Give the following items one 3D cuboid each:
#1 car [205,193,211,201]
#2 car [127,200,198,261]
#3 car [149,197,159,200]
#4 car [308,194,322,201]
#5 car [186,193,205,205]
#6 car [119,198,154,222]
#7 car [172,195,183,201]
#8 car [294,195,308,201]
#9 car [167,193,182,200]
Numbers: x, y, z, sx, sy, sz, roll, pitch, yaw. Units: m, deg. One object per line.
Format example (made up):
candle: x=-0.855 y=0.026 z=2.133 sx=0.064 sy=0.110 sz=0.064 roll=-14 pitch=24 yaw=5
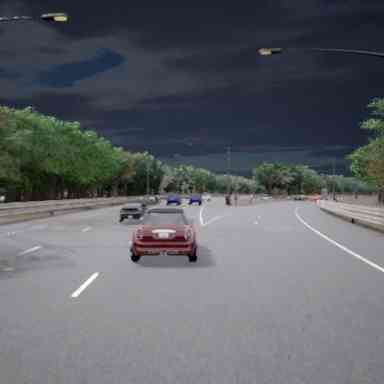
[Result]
car: x=3.690 y=1.288 z=86.007 sx=2.150 sy=2.045 sz=5.566 roll=0 pitch=0 yaw=8
car: x=-0.919 y=1.369 z=12.478 sx=2.097 sy=1.767 sz=4.553 roll=0 pitch=0 yaw=-1
car: x=-6.604 y=1.550 z=56.481 sx=1.812 sy=1.442 sz=4.674 roll=0 pitch=0 yaw=5
car: x=31.243 y=1.500 z=84.992 sx=2.097 sy=1.767 sz=4.553 roll=0 pitch=0 yaw=30
car: x=0.728 y=1.276 z=60.716 sx=2.150 sy=2.045 sz=5.566 roll=0 pitch=0 yaw=5
car: x=-4.387 y=1.516 z=26.143 sx=1.837 sy=1.490 sz=4.892 roll=0 pitch=0 yaw=0
car: x=-3.643 y=1.561 z=84.139 sx=1.812 sy=1.442 sz=4.674 roll=0 pitch=0 yaw=8
car: x=27.794 y=1.495 z=86.028 sx=2.097 sy=1.767 sz=4.553 roll=0 pitch=0 yaw=30
car: x=-2.992 y=1.262 z=57.137 sx=2.150 sy=2.045 sz=5.566 roll=0 pitch=0 yaw=5
